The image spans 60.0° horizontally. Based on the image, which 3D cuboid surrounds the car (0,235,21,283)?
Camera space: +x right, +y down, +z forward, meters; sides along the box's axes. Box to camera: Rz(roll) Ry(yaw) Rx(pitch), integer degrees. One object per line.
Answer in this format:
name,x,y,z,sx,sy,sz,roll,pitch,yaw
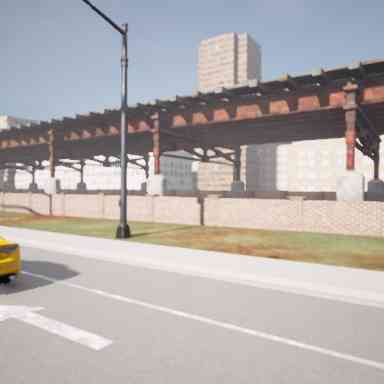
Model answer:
car,-6.378,1.512,8.535,5.008,1.535,1.882,0,0,35
